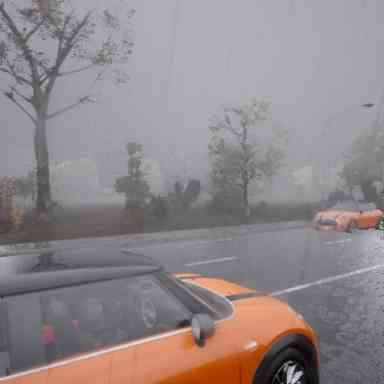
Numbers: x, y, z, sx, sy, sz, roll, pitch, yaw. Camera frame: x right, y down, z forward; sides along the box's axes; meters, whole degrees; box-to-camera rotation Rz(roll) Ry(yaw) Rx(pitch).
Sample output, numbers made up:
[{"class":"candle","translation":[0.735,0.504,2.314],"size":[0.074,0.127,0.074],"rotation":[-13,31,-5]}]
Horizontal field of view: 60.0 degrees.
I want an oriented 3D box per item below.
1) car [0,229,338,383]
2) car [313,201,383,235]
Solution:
[{"class":"car","translation":[-0.834,1.351,3.138],"size":[4.553,1.767,2.097],"rotation":[0,0,-36]},{"class":"car","translation":[8.936,1.345,18.945],"size":[4.553,1.767,2.097],"rotation":[0,0,-35]}]
